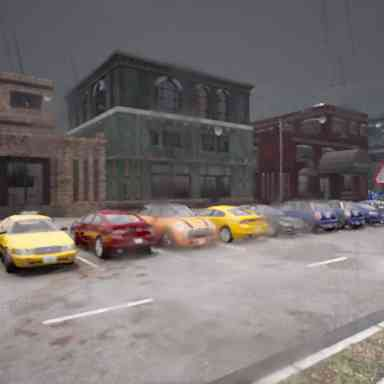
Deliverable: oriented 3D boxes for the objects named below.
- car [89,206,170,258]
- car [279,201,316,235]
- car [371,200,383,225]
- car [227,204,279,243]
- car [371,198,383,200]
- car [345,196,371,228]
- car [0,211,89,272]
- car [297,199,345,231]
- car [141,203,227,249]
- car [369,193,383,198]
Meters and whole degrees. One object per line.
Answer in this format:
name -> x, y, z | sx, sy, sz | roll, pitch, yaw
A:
car -> -3.156, 1.433, 12.761 | 2.097, 1.535, 5.008 | 0, 0, -35
car -> 3.631, 1.410, 17.603 | 2.231, 1.521, 4.892 | 0, 0, -35
car -> 10.430, 1.433, 22.430 | 2.002, 1.452, 4.674 | 0, 0, -35
car -> 1.374, 1.416, 15.985 | 2.097, 1.535, 5.008 | 0, 0, -35
car -> 12.696, 1.391, 24.038 | 2.231, 1.521, 4.892 | 0, 0, -35
car -> 8.181, 1.272, 20.795 | 2.185, 1.767, 4.553 | 0, 0, -35
car -> -5.316, 1.439, 11.003 | 1.946, 1.575, 5.366 | 0, 0, -35
car -> 5.916, 1.276, 19.183 | 2.185, 1.767, 4.553 | 0, 0, -35
car -> -0.913, 1.299, 14.402 | 2.185, 1.767, 4.553 | 0, 0, -35
car -> 17.237, 1.135, 27.242 | 2.435, 2.045, 5.566 | 0, 0, -35
